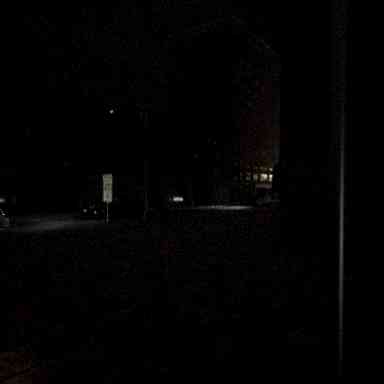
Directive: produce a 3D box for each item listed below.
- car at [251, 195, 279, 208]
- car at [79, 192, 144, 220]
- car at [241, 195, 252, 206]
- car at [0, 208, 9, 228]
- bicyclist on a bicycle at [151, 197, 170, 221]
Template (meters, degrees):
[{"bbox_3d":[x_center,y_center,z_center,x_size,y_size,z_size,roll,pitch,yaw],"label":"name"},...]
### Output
[{"bbox_3d":[10.159,1.306,44.696,1.812,1.442,4.674,1,0,35],"label":"car"},{"bbox_3d":[-6.279,1.009,26.723,2.150,2.045,5.566,1,1,36],"label":"car"},{"bbox_3d":[8.677,1.239,47.574,2.128,1.511,4.902,1,0,36],"label":"car"},{"bbox_3d":[-11.252,1.065,14.667,2.150,2.045,5.566,1,1,35],"label":"car"},{"bbox_3d":[-2.154,1.154,22.419,1.656,1.620,0.582,0,0,35],"label":"bicyclist on a bicycle"}]
